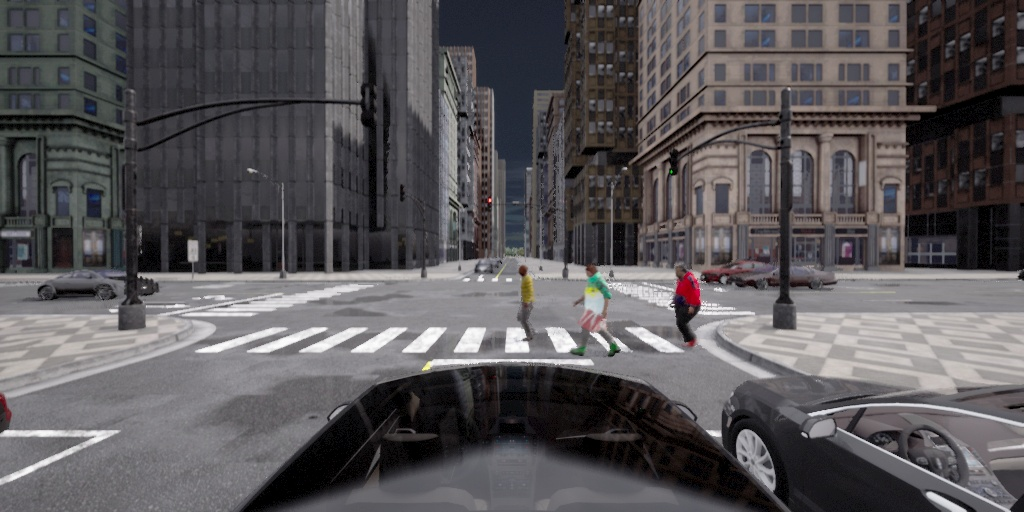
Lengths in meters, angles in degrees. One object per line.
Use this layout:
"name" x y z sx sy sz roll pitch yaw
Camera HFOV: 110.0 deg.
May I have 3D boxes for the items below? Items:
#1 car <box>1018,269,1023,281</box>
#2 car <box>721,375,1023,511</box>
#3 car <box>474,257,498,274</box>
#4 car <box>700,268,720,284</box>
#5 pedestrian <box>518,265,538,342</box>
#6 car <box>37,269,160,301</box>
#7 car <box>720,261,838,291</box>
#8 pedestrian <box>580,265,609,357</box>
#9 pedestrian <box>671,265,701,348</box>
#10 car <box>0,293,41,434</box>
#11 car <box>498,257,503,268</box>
"car" 36.614 1.059 23.597 4.892 1.490 1.837 0 0 0
"car" 2.762 1.301 1.566 2.007 1.370 4.403 0 0 0
"car" -2.937 1.124 38.377 2.128 1.511 4.902 0 0 0
"car" 15.119 1.090 23.637 5.008 1.535 1.882 -1 0 0
"pedestrian" 0.337 1.030 8.246 0.375 1.860 0.375 0 0 0
"car" -19.426 1.321 16.975 4.181 1.385 1.994 0 0 0
"car" 15.259 1.182 20.390 5.357 1.411 2.033 0 0 0
"pedestrian" 1.614 1.026 7.042 0.375 1.860 0.375 0 0 0
"pedestrian" 3.724 1.024 7.642 0.375 1.860 0.375 0 0 0
"car" -5.763 1.190 1.570 1.967 1.591 4.097 0 0 0
"car" -2.891 1.078 53.628 2.128 1.511 4.902 0 0 0
